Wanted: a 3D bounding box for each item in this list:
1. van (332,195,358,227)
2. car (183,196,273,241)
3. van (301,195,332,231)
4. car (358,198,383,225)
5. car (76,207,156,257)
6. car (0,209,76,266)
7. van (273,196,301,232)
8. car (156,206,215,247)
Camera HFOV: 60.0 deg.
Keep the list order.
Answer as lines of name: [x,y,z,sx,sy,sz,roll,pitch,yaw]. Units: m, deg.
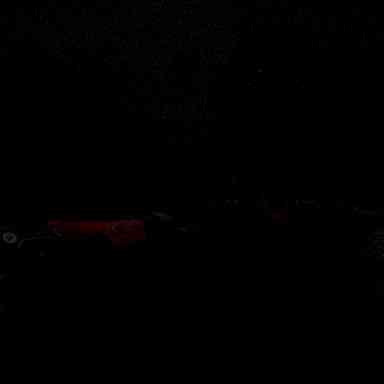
van: [8.162,1.215,21.850,4.442,1.987,1.878,-1,-1,34]
car: [0.793,1.221,16.705,5.566,2.045,2.435,-1,0,34]
van: [5.747,1.225,20.108,4.442,1.987,1.878,-1,-1,34]
car: [10.636,1.428,23.546,5.366,1.575,1.946,-1,-1,34]
car: [-3.988,1.365,13.190,4.553,1.767,2.185,-1,0,34]
car: [-6.452,1.375,11.494,4.553,1.767,2.185,-1,-1,34]
van: [3.332,1.235,18.366,4.442,1.987,1.878,-1,-1,34]
car: [-1.594,1.521,14.952,4.674,1.452,2.002,-1,-1,34]
